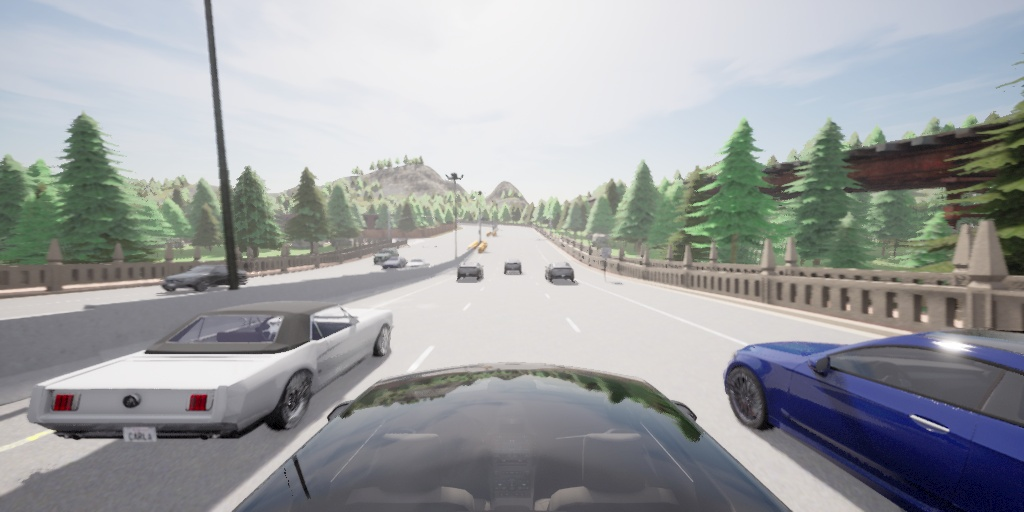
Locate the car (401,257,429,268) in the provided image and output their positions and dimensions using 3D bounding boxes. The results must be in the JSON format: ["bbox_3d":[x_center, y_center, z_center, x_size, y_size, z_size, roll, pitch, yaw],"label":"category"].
[{"bbox_3d":[-10.593,0.962,40.437,1.812,1.442,4.674,0,2,0],"label":"car"}]

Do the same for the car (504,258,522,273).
[{"bbox_3d":[0.094,0.982,39.204,2.128,1.511,4.902,0,2,0],"label":"car"}]

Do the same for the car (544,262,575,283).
[{"bbox_3d":[3.595,1.188,27.632,2.128,1.511,4.902,0,0,0],"label":"car"}]

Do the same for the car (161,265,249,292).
[{"bbox_3d":[-17.609,1.238,20.890,1.812,1.442,4.674,0,0,0],"label":"car"}]

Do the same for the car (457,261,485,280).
[{"bbox_3d":[-3.405,1.181,29.912,2.128,1.511,4.902,0,0,0],"label":"car"}]

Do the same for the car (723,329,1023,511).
[{"bbox_3d":[3.600,1.274,2.621,1.812,1.442,4.674,0,0,0],"label":"car"}]

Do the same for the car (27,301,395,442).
[{"bbox_3d":[-3.401,1.343,5.504,1.895,1.301,4.718,0,0,0],"label":"car"}]

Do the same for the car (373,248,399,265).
[{"bbox_3d":[-17.566,0.020,50.404,2.150,2.045,5.566,0,5,1],"label":"car"}]

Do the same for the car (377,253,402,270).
[{"bbox_3d":[-14.083,0.819,43.683,2.033,1.411,5.357,0,3,0],"label":"car"}]
